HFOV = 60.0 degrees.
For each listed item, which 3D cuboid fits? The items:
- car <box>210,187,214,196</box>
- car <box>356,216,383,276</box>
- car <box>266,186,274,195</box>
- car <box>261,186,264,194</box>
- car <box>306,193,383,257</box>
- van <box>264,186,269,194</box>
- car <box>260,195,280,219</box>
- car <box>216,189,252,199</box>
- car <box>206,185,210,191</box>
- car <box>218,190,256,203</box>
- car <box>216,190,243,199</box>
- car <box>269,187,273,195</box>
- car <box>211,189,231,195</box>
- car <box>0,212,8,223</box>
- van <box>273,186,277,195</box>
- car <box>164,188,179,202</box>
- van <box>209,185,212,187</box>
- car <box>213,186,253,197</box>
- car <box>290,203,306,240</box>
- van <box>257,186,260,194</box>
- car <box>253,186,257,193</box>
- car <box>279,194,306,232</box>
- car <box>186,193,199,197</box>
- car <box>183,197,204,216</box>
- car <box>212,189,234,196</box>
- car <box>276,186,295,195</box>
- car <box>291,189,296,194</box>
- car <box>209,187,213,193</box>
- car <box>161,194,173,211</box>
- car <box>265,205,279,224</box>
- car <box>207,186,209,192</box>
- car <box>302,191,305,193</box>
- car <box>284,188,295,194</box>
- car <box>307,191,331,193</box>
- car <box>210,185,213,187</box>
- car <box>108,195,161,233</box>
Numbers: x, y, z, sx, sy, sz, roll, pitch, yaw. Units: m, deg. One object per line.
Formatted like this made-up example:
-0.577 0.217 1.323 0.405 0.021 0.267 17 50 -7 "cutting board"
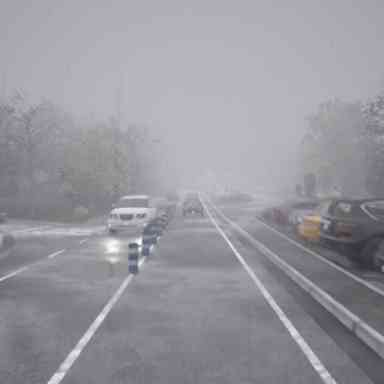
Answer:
6.751 0.400 64.930 5.366 1.575 1.946 0 2 0 "car"
6.681 1.449 7.309 4.892 1.521 2.231 0 1 1 "car"
20.141 0.066 75.851 4.792 1.488 2.163 0 2 1 "car"
20.165 -0.115 81.386 5.008 1.535 2.097 0 1 1 "car"
6.742 1.148 10.092 5.566 2.045 2.435 0 1 1 "car"
20.027 -0.266 78.596 4.442 1.987 1.878 0 2 0 "van"
6.791 1.153 21.238 4.792 1.488 2.163 0 2 1 "car"
6.845 0.785 53.831 5.008 1.535 2.097 0 2 0 "car"
7.149 -0.368 92.668 4.792 1.488 2.163 0 1 1 "car"
6.787 0.911 51.058 4.792 1.488 2.163 0 2 0 "car"
6.919 0.499 62.154 4.892 1.521 2.231 0 2 0 "car"
20.118 0.146 73.213 4.792 1.488 2.163 0 2 1 "car"
7.111 -0.082 81.566 4.792 1.488 2.163 0 1 1 "car"
-16.098 1.711 25.299 4.718 1.301 1.895 0 -2 33 "car"
20.181 -0.020 70.434 4.442 1.987 1.878 0 2 0 "van"
-3.293 0.426 53.905 2.150 2.045 5.566 0 2 1 "car"
7.222 -0.409 84.335 4.442 1.987 1.878 0 1 0 "van"
6.892 0.438 56.596 5.566 2.045 2.435 0 2 1 "car"
6.735 1.341 12.891 5.008 1.535 2.097 0 1 1 "car"
20.091 -0.483 86.919 4.442 1.987 1.878 0 1 1 "van"
20.204 -0.580 89.686 5.566 2.045 2.435 0 1 0 "car"
6.798 1.148 15.666 4.553 1.767 2.185 0 1 1 "car"
0.115 0.816 49.855 2.128 1.511 4.902 0 2 0 "car"
0.109 1.458 31.450 1.895 1.301 4.718 0 1 0 "car"
7.027 0.041 76.016 4.892 1.521 2.231 0 2 0 "car"
20.044 0.147 64.774 5.566 2.045 2.435 0 2 0 "car"
19.941 0.725 56.480 4.674 1.452 2.002 0 2 1 "car"
6.800 0.207 70.600 5.366 1.575 1.946 0 2 1 "car"
-3.336 1.269 35.772 1.812 1.442 4.674 0 2 0 "car"
6.823 1.228 18.454 4.792 1.488 2.163 0 2 1 "car"
7.101 -0.225 87.118 4.792 1.488 2.163 0 1 1 "car"
19.927 0.746 51.062 4.553 1.767 2.185 0 2 0 "car"
19.782 0.586 59.249 5.366 1.575 1.946 0 2 1 "car"
19.867 0.967 48.297 5.008 1.535 2.097 0 2 0 "car"
7.088 -0.163 78.790 4.553 1.767 2.185 0 2 0 "car"
-3.362 1.222 19.780 2.150 2.045 5.566 -1 1 0 "car"
